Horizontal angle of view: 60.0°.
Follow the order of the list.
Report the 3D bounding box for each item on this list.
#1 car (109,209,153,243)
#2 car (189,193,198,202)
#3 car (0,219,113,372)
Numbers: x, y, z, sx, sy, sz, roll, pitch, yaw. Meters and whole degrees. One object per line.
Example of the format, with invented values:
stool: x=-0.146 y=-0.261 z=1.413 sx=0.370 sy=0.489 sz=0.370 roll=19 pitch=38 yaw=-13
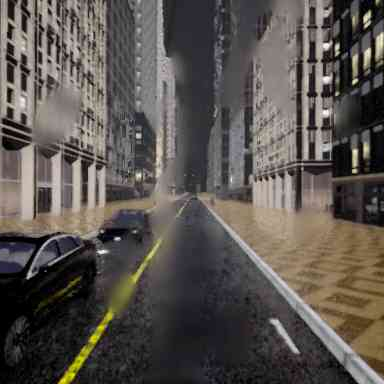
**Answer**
car: x=-3.031 y=1.530 z=16.291 sx=2.033 sy=1.411 sz=5.357 roll=0 pitch=0 yaw=0
car: x=0.332 y=1.504 z=76.114 sx=2.128 sy=1.511 sz=4.902 roll=0 pitch=0 yaw=0
car: x=-3.079 y=1.476 z=5.709 sx=2.128 sy=1.511 sz=4.902 roll=0 pitch=0 yaw=1
